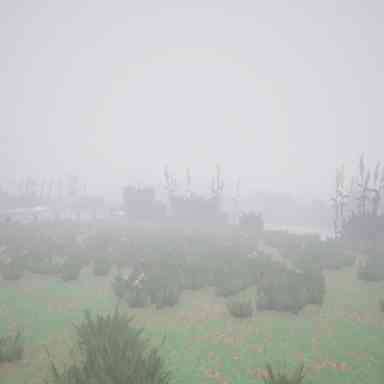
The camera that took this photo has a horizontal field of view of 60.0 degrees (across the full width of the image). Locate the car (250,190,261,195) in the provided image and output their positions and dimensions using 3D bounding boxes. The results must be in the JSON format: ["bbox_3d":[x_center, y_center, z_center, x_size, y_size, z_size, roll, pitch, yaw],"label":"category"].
[{"bbox_3d":[10.286,0.765,47.464,2.150,2.045,5.566,0,-2,44],"label":"car"}]

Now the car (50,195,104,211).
[{"bbox_3d":[-10.407,1.107,30.325,1.837,1.490,4.892,0,3,41],"label":"car"}]
